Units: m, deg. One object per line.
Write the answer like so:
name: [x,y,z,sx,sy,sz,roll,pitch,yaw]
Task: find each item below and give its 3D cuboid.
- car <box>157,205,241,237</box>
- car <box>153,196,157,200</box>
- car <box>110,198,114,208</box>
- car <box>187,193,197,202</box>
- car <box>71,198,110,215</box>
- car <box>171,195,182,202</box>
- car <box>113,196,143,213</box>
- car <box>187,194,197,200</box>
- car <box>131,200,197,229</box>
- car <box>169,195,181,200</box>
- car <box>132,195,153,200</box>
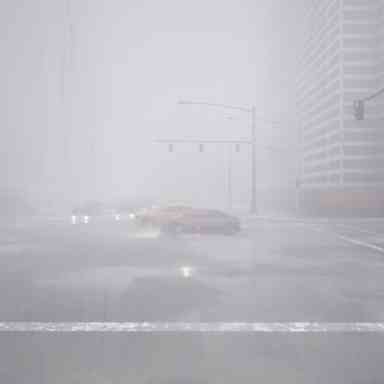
car: [0.461,1.564,17.539,4.181,1.385,1.994,0,0,0]
car: [-7.023,1.505,57.254,1.837,1.490,4.892,0,0,0]
car: [-10.558,1.547,44.410,2.033,1.411,5.357,0,0,0]
car: [0.056,1.184,74.484,2.097,1.767,4.553,0,0,0]
car: [-10.543,1.547,34.338,2.033,1.411,5.357,0,0,4]
car: [-3.444,1.354,74.517,2.128,1.511,4.902,0,0,0]
car: [-7.061,1.526,37.041,1.812,1.442,4.674,0,0,0]
car: [0.049,1.547,64.230,2.033,1.411,5.357,0,0,0]
car: [-1.060,1.477,21.031,5.008,1.535,1.882,0,0,0]
car: [-3.451,1.491,64.233,2.128,1.511,4.902,0,0,0]
car: [-7.043,1.505,46.985,1.837,1.490,4.892,0,0,0]
